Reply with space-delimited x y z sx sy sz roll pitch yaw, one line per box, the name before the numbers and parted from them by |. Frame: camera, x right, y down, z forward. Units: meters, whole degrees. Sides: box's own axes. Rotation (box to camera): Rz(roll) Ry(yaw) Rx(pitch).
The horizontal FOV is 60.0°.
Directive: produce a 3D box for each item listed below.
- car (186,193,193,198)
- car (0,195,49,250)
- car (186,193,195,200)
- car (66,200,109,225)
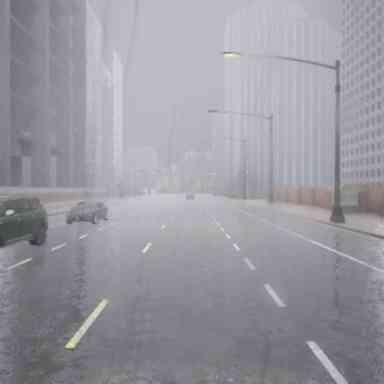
car | -0.652 0.880 87.503 1.812 1.442 4.674 0 0 -1
car | -7.099 1.152 11.795 2.150 2.045 5.566 0 0 0
car | -0.388 1.066 77.098 2.033 1.411 5.357 0 0 -1
car | -7.086 1.367 22.961 1.837 1.490 4.892 0 0 0
